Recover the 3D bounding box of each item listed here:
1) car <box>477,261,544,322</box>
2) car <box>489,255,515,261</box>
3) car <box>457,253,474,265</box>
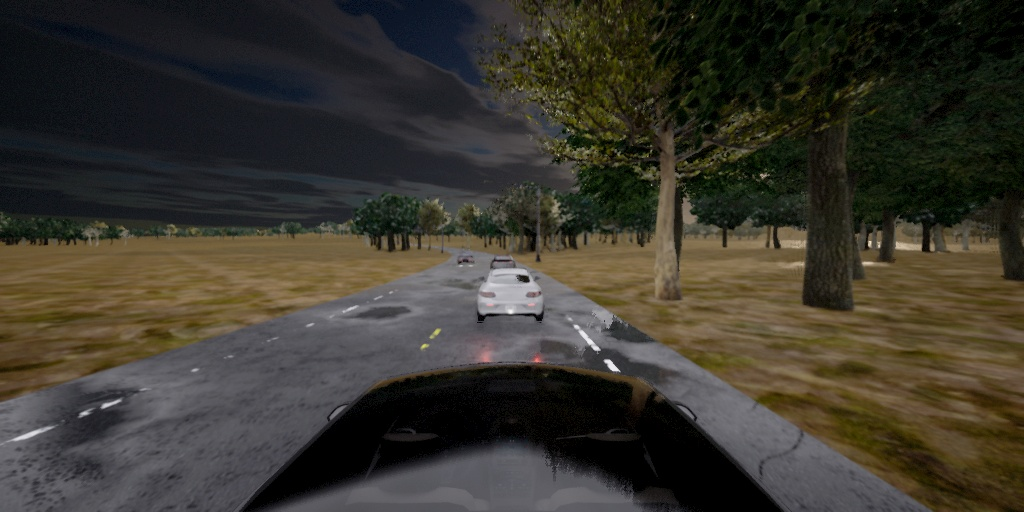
[{"bbox_3d":[-0.076,1.063,11.185,1.812,1.442,4.674,0,1,-1],"label":"car"},{"bbox_3d":[-0.754,0.625,28.170,2.128,1.511,4.902,0,1,-3],"label":"car"},{"bbox_3d":[-5.580,0.314,43.597,1.994,1.385,4.181,0,2,-5],"label":"car"}]
